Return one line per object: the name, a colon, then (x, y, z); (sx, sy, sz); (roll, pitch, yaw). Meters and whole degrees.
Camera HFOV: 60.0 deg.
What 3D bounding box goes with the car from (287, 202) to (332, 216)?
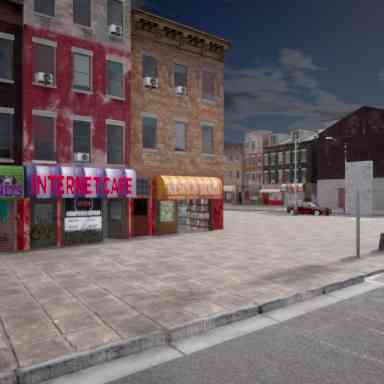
car: (11.501, 1.629, 32.806); (1.887, 1.381, 4.507); (-1, 0, -36)
